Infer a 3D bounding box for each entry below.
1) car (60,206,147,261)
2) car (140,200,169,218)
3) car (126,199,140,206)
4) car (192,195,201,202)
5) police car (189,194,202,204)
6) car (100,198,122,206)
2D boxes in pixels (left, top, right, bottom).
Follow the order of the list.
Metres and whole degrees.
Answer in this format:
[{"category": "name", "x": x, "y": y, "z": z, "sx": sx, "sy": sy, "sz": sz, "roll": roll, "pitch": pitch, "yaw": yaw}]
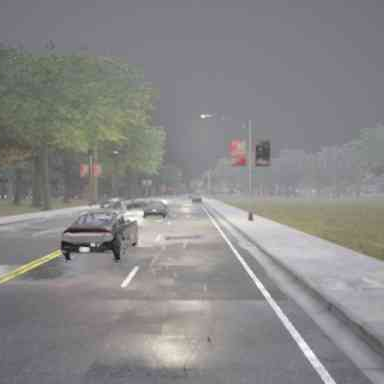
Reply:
[{"category": "car", "x": -3.156, "y": 1.473, "z": 12.193, "sx": 2.128, "sy": 1.511, "sz": 4.902, "roll": 0, "pitch": 0, "yaw": 0}, {"category": "car", "x": -3.163, "y": 1.521, "z": 29.939, "sx": 1.994, "sy": 1.385, "sz": 4.181, "roll": 0, "pitch": 0, "yaw": 0}, {"category": "car", "x": -6.610, "y": 1.548, "z": 39.709, "sx": 1.895, "sy": 1.301, "sz": 4.718, "roll": 0, "pitch": 0, "yaw": 0}, {"category": "car", "x": 0.942, "y": 1.414, "z": 73.300, "sx": 1.882, "sy": 1.535, "sz": 5.008, "roll": 0, "pitch": 0, "yaw": 0}, {"category": "police car", "x": 0.946, "y": 1.362, "z": 63.410, "sx": 1.930, "sy": 1.638, "sz": 5.238, "roll": 0, "pitch": 0, "yaw": 0}, {"category": "car", "x": -9.855, "y": 1.438, "z": 40.649, "sx": 2.128, "sy": 1.511, "sz": 4.902, "roll": 0, "pitch": 0, "yaw": 0}]
